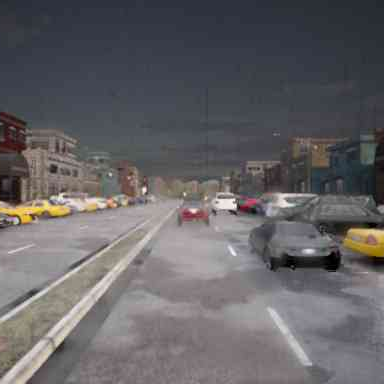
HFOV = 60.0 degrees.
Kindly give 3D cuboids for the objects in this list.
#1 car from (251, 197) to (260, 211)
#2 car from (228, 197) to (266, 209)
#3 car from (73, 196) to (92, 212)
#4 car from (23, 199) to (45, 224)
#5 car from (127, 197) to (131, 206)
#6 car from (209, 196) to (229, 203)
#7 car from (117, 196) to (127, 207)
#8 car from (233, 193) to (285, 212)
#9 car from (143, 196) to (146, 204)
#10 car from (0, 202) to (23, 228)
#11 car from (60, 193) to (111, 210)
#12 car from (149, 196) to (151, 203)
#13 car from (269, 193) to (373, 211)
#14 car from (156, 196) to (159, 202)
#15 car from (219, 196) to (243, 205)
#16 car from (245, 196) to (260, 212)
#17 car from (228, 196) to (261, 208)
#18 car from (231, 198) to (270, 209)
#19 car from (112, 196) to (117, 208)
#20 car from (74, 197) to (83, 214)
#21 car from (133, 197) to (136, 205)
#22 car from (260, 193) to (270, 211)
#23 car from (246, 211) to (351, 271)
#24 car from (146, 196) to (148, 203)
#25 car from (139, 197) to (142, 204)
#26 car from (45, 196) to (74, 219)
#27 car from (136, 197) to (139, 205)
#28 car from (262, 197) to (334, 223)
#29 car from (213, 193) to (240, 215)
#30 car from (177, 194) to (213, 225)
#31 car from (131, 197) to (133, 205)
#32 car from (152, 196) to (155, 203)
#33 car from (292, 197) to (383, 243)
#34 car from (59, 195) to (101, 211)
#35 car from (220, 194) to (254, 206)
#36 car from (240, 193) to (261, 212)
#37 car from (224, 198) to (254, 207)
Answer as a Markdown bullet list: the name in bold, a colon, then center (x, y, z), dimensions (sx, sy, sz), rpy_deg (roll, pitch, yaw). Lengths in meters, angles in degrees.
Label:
- **car**: center (7.672, 1.416, 27.228), dimensions (4.792, 1.488, 2.163), rpy_deg (0, 0, 0)
- **car**: center (7.639, 1.508, 46.510), dimensions (5.008, 1.535, 2.097), rpy_deg (0, -1, 0)
- **car**: center (-12.806, 1.418, 32.984), dimensions (4.674, 1.452, 2.002), rpy_deg (0, 0, 0)
- **car**: center (-12.836, 1.396, 21.999), dimensions (5.008, 1.535, 2.097), rpy_deg (0, 0, 0)
- **car**: center (-12.955, 1.589, 52.548), dimensions (5.366, 1.575, 1.946), rpy_deg (0, -1, 0)
- **car**: center (7.599, 2.041, 93.385), dimensions (5.566, 2.045, 2.435), rpy_deg (0, -1, 0)
- **car**: center (-12.781, 1.552, 49.768), dimensions (4.892, 1.521, 2.231), rpy_deg (0, -1, 0)
- **car**: center (7.615, 1.167, 38.248), dimensions (5.566, 2.045, 2.435), rpy_deg (0, 0, 0)
- **car**: center (-12.730, 1.854, 69.220), dimensions (5.008, 1.535, 2.097), rpy_deg (0, -1, 0)
- **car**: center (-12.843, 1.411, 19.096), dimensions (4.892, 1.521, 2.231), rpy_deg (0, 0, 0)
- **car**: center (-12.769, 1.159, 38.538), dimensions (5.566, 2.045, 2.435), rpy_deg (0, 0, 0)
- **car**: center (-12.748, 2.025, 77.430), dimensions (4.792, 1.488, 2.163), rpy_deg (0, -1, 0)
- **car**: center (7.613, 1.166, 18.957), dimensions (5.566, 2.045, 2.435), rpy_deg (0, 0, 0)
- **car**: center (-12.719, 2.003, 91.452), dimensions (5.566, 2.045, 2.435), rpy_deg (0, -1, 0)
- **car**: center (7.615, 1.666, 65.811), dimensions (4.553, 1.767, 2.185), rpy_deg (0, -1, 0)
- **car**: center (7.637, 1.382, 29.979), dimensions (5.008, 1.535, 2.097), rpy_deg (0, 0, 0)
- **car**: center (7.676, 1.422, 49.269), dimensions (4.553, 1.767, 2.185), rpy_deg (0, -1, 0)
- **car**: center (7.642, 1.514, 43.755), dimensions (4.674, 1.452, 2.002), rpy_deg (0, -1, 0)
- **car**: center (-12.755, 1.345, 44.090), dimensions (4.553, 1.767, 2.185), rpy_deg (0, -1, 0)
- **car**: center (-12.817, 1.413, 30.326), dimensions (4.674, 1.452, 2.002), rpy_deg (0, 0, 0)
- **car**: center (-12.729, 1.704, 57.980), dimensions (4.792, 1.488, 2.163), rpy_deg (0, -1, 0)
- **car**: center (7.670, 1.153, 21.714), dimensions (5.566, 2.045, 2.435), rpy_deg (0, 0, 0)
- **car**: center (3.101, 1.536, 10.818), dimensions (1.994, 1.385, 4.181), rpy_deg (0, 0, 0)
- **car**: center (-12.736, 1.902, 71.999), dimensions (4.892, 1.521, 2.231), rpy_deg (0, -1, 0)
- **car**: center (-12.741, 1.763, 63.538), dimensions (4.892, 1.521, 2.231), rpy_deg (0, -1, 0)
- **car**: center (-13.005, 1.373, 27.556), dimensions (5.366, 1.575, 1.946), rpy_deg (0, 0, 0)
- **car**: center (-12.758, 1.717, 60.758), dimensions (5.008, 1.535, 2.097), rpy_deg (0, -1, 0)
- **car**: center (7.673, 1.267, 24.470), dimensions (4.553, 1.767, 2.185), rpy_deg (0, 0, 0)
- **car**: center (3.103, 1.131, 33.231), dimensions (2.150, 2.045, 5.566), rpy_deg (0, 0, 0)
- **car**: center (0.102, 1.269, 23.323), dimensions (2.097, 1.767, 4.553), rpy_deg (0, 0, 0)
- **car**: center (-12.736, 1.507, 55.211), dimensions (4.553, 1.767, 2.185), rpy_deg (0, -1, 0)
- **car**: center (-12.700, 2.187, 85.765), dimensions (4.674, 1.452, 2.002), rpy_deg (0, -1, 0)
- **car**: center (7.610, 1.304, 16.200), dimensions (4.553, 1.767, 2.185), rpy_deg (0, 0, 0)
- **car**: center (-12.989, 1.388, 35.758), dimensions (5.366, 1.575, 1.946), rpy_deg (0, 0, 0)
- **car**: center (7.674, 1.414, 57.542), dimensions (5.566, 2.045, 2.435), rpy_deg (0, -1, 0)
- **car**: center (7.615, 1.147, 35.491), dimensions (5.566, 2.045, 2.435), rpy_deg (0, 0, 0)
- **car**: center (7.643, 1.665, 54.781), dimensions (4.674, 1.452, 2.002), rpy_deg (0, -1, 0)
